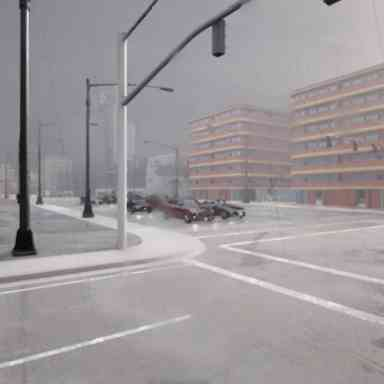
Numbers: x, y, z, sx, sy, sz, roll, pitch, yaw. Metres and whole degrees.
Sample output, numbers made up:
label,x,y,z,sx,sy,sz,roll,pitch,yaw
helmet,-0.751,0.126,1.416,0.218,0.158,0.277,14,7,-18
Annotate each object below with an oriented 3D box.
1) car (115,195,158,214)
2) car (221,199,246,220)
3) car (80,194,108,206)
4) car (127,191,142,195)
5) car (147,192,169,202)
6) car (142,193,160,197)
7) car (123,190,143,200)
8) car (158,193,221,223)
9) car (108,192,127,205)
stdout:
label,x,y,z,sx,sy,sz,roll,pitch,yaw
car,-5.358,1.306,31.853,1.994,1.385,4.181,0,1,-34
car,2.256,1.350,26.890,2.128,1.511,4.902,0,1,-35
car,-13.128,0.992,43.270,2.128,1.511,4.902,0,1,-34
car,-8.843,0.848,55.784,2.128,1.511,4.902,0,1,-34
car,-5.951,0.860,57.756,1.837,1.490,4.892,0,1,-34
car,-3.032,1.076,34.660,2.097,1.767,4.553,0,1,-34
car,-11.808,0.544,66.349,2.097,1.767,4.553,0,1,-34
car,-0.310,1.222,24.445,2.097,1.767,4.553,0,1,-34
car,-11.292,1.030,46.808,1.994,1.385,4.181,0,1,-34
